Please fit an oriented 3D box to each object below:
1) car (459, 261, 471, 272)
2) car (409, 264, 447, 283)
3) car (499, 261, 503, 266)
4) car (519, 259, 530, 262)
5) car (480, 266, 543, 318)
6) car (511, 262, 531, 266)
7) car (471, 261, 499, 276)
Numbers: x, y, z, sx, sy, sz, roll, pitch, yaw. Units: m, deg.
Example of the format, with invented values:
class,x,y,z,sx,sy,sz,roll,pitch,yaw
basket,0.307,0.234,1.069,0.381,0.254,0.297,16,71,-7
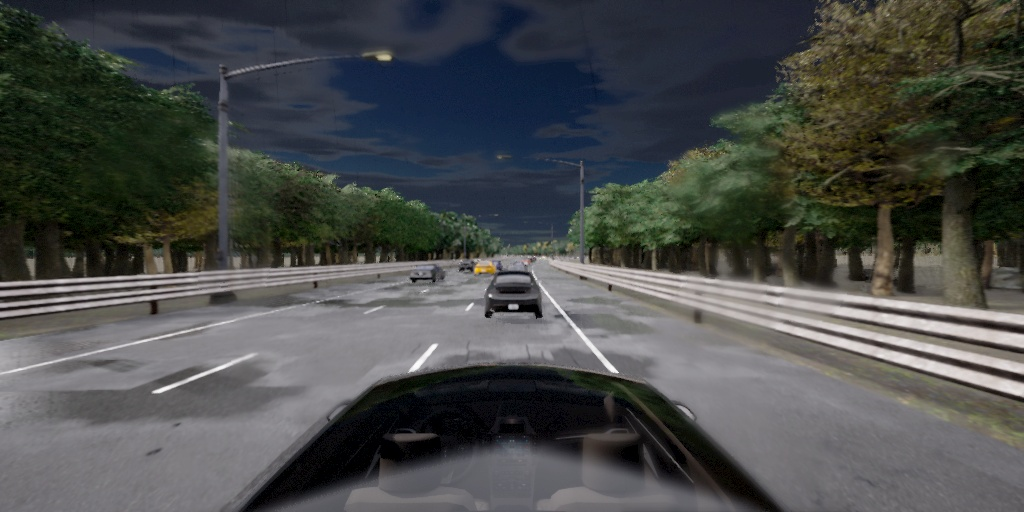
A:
class,x,y,z,sx,sy,sz,roll,pitch,yaw
car,-5.848,1.338,48.228,1.837,1.490,4.892,0,1,3
car,-6.567,1.356,28.520,2.033,1.411,5.357,0,0,2
car,-2.316,1.355,48.970,1.812,1.442,4.674,0,0,3
car,0.812,1.389,42.621,1.994,1.385,4.181,0,0,2
car,0.066,1.279,13.144,1.837,1.490,4.892,0,0,1
car,0.369,1.406,29.674,1.895,1.301,4.718,0,0,2
car,-2.755,1.297,38.146,1.882,1.535,5.008,0,0,2
